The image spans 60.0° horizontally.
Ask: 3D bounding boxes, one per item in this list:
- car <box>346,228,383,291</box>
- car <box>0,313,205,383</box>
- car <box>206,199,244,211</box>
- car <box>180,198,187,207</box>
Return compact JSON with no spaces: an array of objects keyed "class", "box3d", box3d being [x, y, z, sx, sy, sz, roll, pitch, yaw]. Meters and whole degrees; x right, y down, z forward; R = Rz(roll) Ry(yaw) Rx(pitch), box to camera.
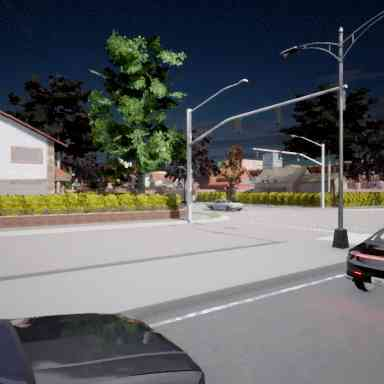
[{"class":"car","box3d":[5.524,1.474,7.671,4.902,1.511,2.128,0,0,-35]},{"class":"car","box3d":[-2.418,1.543,2.021,5.357,1.411,2.033,0,0,-36]},{"class":"car","box3d":[3.780,1.505,38.442,1.895,1.301,4.718,0,0,-36]},{"class":"car","box3d":[-2.103,1.483,46.613,1.895,1.301,4.718,0,0,-36]}]
